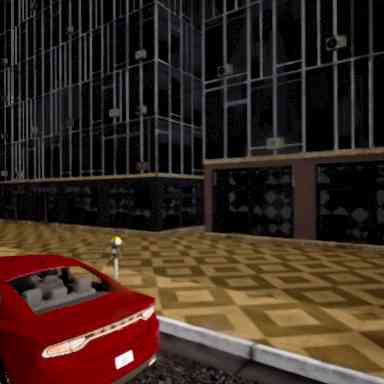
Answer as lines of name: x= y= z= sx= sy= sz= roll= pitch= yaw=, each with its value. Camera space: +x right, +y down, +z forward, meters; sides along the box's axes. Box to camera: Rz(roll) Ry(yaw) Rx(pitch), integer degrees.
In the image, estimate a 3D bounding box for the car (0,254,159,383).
car: x=-2.501 y=1.565 z=4.660 sx=4.507 sy=1.381 sz=1.887 roll=0 pitch=0 yaw=35
